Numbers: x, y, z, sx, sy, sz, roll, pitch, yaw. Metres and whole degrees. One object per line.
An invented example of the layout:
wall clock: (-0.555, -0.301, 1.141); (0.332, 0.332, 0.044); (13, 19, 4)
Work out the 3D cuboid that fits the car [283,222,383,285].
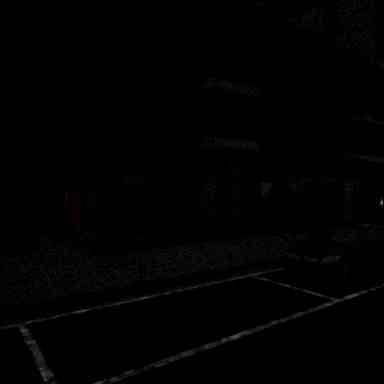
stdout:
car: (4.367, 1.535, 9.304); (4.206, 1.307, 1.802); (0, 0, -36)
